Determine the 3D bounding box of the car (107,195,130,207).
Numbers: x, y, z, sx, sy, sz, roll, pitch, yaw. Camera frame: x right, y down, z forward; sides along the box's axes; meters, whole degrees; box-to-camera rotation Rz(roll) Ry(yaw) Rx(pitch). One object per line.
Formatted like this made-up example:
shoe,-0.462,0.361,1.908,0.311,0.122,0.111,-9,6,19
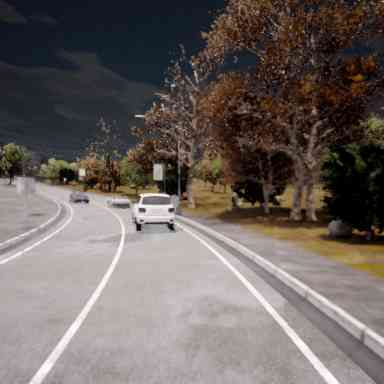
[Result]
car,-8.508,1.008,38.252,1.895,1.301,4.718,1,2,-24

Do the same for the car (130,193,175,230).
car,-2.451,1.100,20.380,2.150,2.045,5.566,1,1,-13

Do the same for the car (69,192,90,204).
car,-13.990,0.687,41.220,2.033,1.411,5.357,1,2,-27
